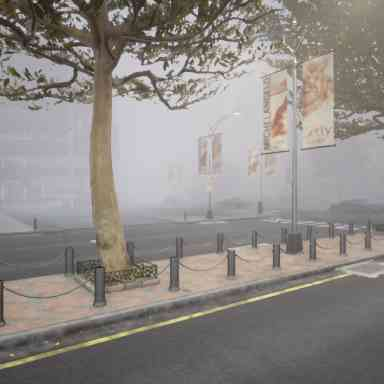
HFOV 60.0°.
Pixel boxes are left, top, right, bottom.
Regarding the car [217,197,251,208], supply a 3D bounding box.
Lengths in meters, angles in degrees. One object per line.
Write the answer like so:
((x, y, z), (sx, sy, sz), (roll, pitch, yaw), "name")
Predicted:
((5.708, 1.601, 47.851), (1.895, 1.301, 4.718), (0, 0, -35), "car")

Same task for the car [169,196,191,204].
((-2.462, 1.525, 64.902), (1.812, 1.442, 4.674), (0, 0, -39), "car")

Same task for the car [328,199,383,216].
((16.324, 1.547, 32.882), (2.033, 1.411, 5.357), (0, 0, -35), "car")

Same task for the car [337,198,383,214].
((18.535, 1.477, 35.815), (1.882, 1.535, 5.008), (0, 0, -35), "car")

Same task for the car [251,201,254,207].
((7.473, 1.526, 51.410), (1.812, 1.442, 4.674), (0, 0, -36), "car")

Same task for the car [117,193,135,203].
((-15.171, 1.349, 71.023), (4.553, 1.767, 2.097), (0, 0, 30), "car")

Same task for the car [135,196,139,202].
((-14.664, 1.215, 74.701), (5.566, 2.045, 2.150), (0, 0, 26), "car")

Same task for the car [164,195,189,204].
((-3.151, 1.353, 60.037), (2.097, 1.767, 4.553), (0, 0, -39), "car")
